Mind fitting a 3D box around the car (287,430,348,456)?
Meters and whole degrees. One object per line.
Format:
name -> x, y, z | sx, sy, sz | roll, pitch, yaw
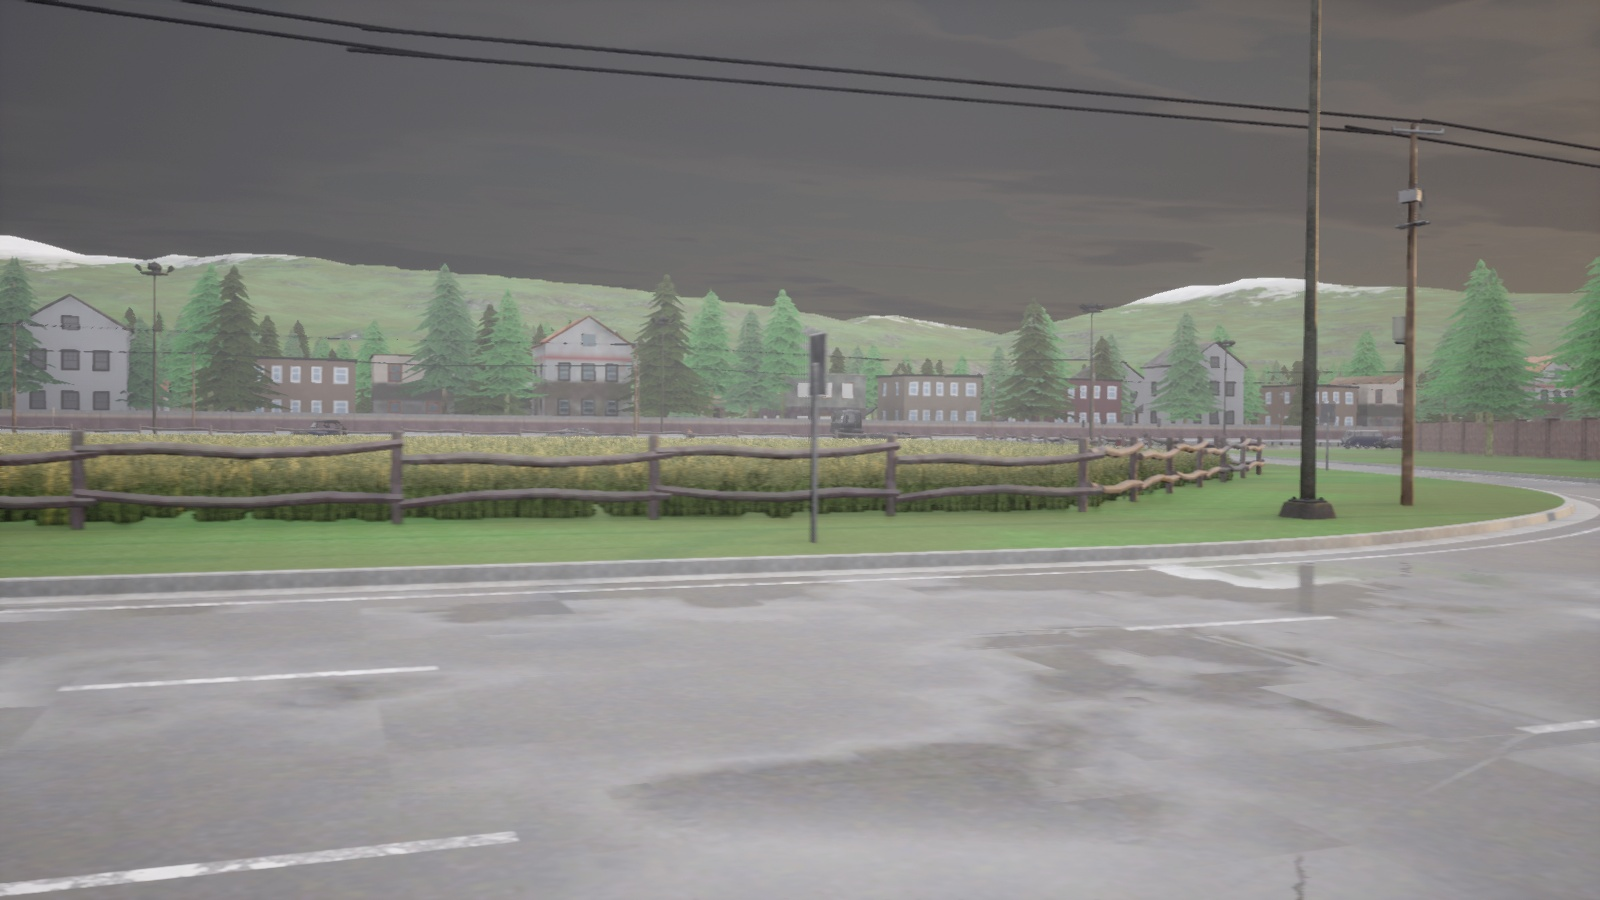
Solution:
car -> -35.469, -0.526, 92.340 | 3.866, 1.878, 1.905 | -1, 1, -33
